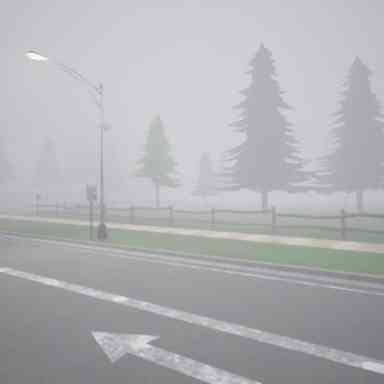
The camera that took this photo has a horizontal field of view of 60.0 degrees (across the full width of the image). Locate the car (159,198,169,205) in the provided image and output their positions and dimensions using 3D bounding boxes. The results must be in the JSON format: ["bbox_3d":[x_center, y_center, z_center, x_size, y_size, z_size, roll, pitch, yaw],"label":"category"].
[{"bbox_3d":[-4.753,2.003,69.874,1.994,1.385,4.181,-1,0,35],"label":"car"}]

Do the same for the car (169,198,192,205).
[{"bbox_3d":[-1.881,1.892,67.888,1.882,1.535,5.008,-1,0,35],"label":"car"}]

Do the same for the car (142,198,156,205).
[{"bbox_3d":[-7.616,2.029,71.887,2.033,1.411,5.357,-1,0,35],"label":"car"}]

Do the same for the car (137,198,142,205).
[{"bbox_3d":[-10.479,2.053,73.901,2.128,1.511,4.902,-1,0,35],"label":"car"}]
